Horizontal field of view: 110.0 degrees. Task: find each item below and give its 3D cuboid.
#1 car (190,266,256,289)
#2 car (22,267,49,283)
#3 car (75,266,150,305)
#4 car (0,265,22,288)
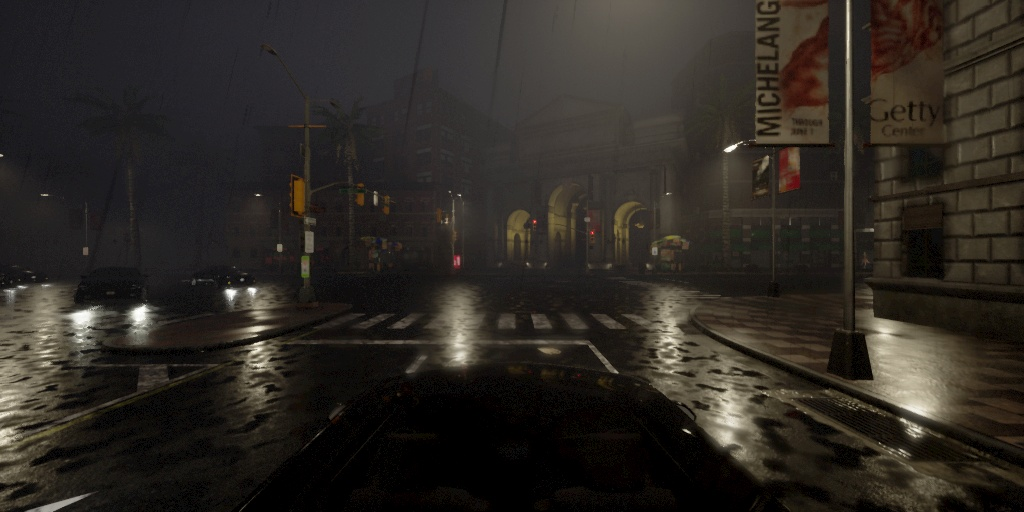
[{"bbox_3d":[-18.695,1.314,23.232,4.181,1.385,1.994,0,0,24],"label":"car"},{"bbox_3d":[-35.543,1.314,25.174,4.181,1.385,1.994,0,0,1],"label":"car"},{"bbox_3d":[-17.980,1.228,16.367,1.882,1.535,5.008,1,-1,-43],"label":"car"},{"bbox_3d":[-33.451,1.255,21.651,4.892,1.490,1.837,0,0,1],"label":"car"}]
